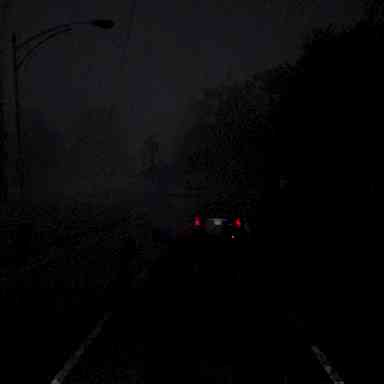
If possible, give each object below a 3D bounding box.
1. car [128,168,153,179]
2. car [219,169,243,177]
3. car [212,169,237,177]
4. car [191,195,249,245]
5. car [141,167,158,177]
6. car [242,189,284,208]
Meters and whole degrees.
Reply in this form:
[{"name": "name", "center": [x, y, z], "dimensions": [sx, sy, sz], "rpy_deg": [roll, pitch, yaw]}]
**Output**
[{"name": "car", "center": [-10.216, -3.279, 64.246], "dimensions": [1.994, 1.385, 4.181], "rpy_deg": [6, 9, 44]}, {"name": "car", "center": [8.375, -4.188, 72.129], "dimensions": [4.892, 1.490, 1.837], "rpy_deg": [2, 7, 16]}, {"name": "car", "center": [6.615, -3.871, 69.227], "dimensions": [4.892, 1.490, 1.837], "rpy_deg": [1, 6, 11]}, {"name": "car", "center": [1.177, 1.159, 14.748], "dimensions": [2.097, 1.767, 4.553], "rpy_deg": [1, 1, 6]}, {"name": "car", "center": [-9.652, -4.145, 69.040], "dimensions": [5.566, 2.045, 2.150], "rpy_deg": [-5, 8, -37]}, {"name": "car", "center": [6.297, 0.507, 29.175], "dimensions": [1.882, 1.535, 5.008], "rpy_deg": [5, 4, 42]}]
